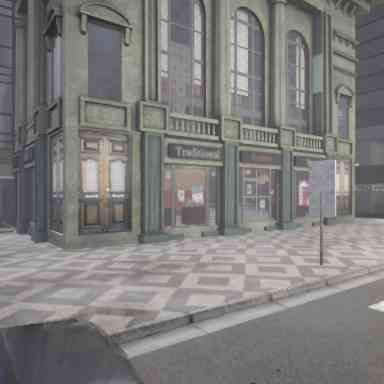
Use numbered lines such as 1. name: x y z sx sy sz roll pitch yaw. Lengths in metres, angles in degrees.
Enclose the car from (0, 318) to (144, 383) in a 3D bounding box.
1. car: -2.744 1.547 1.417 5.357 1.411 2.033 0 0 -36
